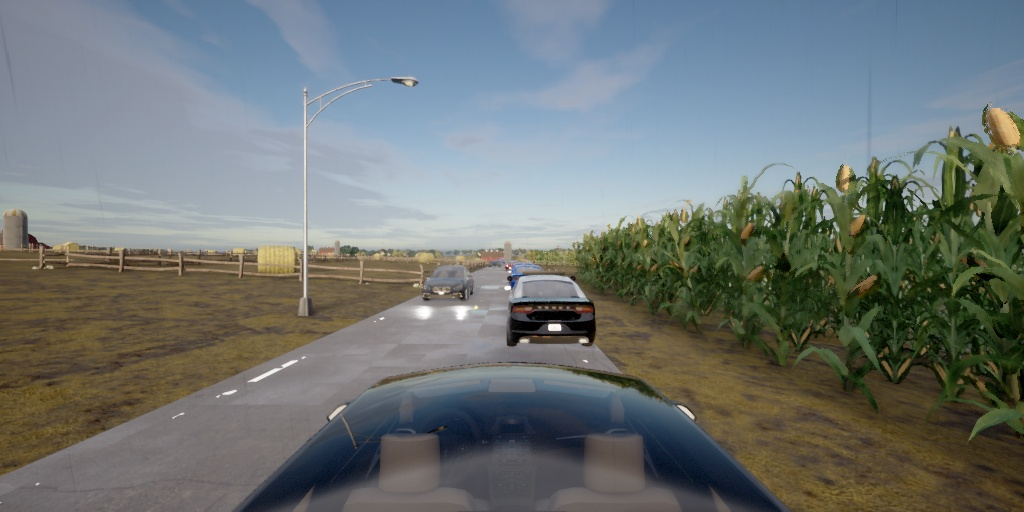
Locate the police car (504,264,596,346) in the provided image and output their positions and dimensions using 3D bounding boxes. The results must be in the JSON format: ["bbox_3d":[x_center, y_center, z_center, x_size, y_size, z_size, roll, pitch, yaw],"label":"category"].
[{"bbox_3d":[0.823,1.171,9.496,1.930,1.638,5.238,0,0,0],"label":"police car"}]

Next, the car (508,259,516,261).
[{"bbox_3d":[0.817,1.201,25.386,1.882,1.535,5.008,0,0,0],"label":"car"}]

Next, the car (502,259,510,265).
[{"bbox_3d":[0.026,1.295,47.739,1.895,1.301,4.718,0,0,0],"label":"car"}]

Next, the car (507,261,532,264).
[{"bbox_3d":[0.822,1.213,19.387,1.882,1.535,5.008,0,0,0],"label":"car"}]

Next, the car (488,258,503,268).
[{"bbox_3d":[-2.845,1.271,58.650,1.994,1.385,4.181,0,0,0],"label":"car"}]

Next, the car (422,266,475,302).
[{"bbox_3d":[-2.853,1.243,16.878,1.837,1.490,4.892,0,0,0],"label":"car"}]
